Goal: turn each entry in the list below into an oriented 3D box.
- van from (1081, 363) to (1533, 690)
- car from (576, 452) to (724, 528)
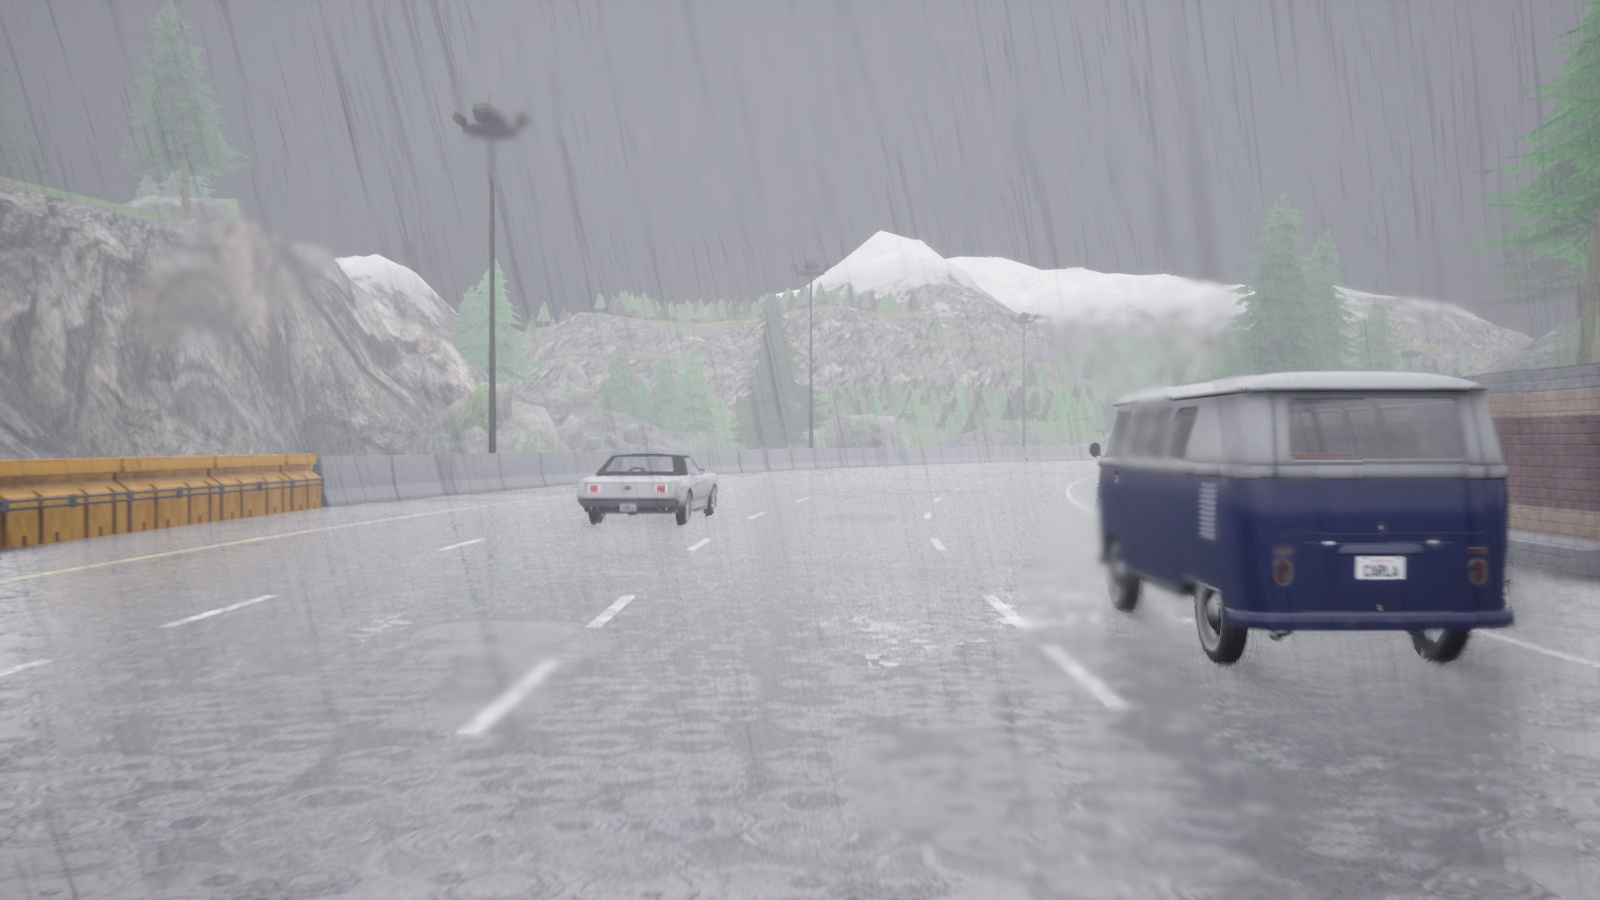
[{"bbox_3d":[3.573,0.447,9.851,1.775,1.987,4.442,0,0,0],"label":"van"},{"bbox_3d":[-2.795,0.706,24.547,1.895,1.301,4.718,0,0,6],"label":"car"}]
